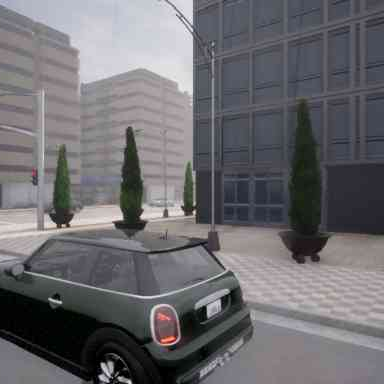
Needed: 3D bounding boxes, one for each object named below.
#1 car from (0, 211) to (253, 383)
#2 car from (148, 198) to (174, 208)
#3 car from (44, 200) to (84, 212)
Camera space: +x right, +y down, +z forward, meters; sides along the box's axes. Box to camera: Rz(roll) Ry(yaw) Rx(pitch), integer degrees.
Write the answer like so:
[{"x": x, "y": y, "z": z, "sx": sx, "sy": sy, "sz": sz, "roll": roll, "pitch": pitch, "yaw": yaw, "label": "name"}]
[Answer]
[{"x": -1.477, "y": 1.352, "z": 5.047, "sx": 4.553, "sy": 1.767, "sz": 2.097, "roll": 0, "pitch": 0, "yaw": 35, "label": "car"}, {"x": -4.526, "y": 1.581, "z": 49.521, "sx": 1.812, "sy": 1.442, "sz": 4.674, "roll": 0, "pitch": 0, "yaw": 35, "label": "car"}, {"x": -14.095, "y": 1.559, "z": 35.985, "sx": 1.837, "sy": 1.490, "sz": 4.892, "roll": 0, "pitch": 0, "yaw": 35, "label": "car"}]
